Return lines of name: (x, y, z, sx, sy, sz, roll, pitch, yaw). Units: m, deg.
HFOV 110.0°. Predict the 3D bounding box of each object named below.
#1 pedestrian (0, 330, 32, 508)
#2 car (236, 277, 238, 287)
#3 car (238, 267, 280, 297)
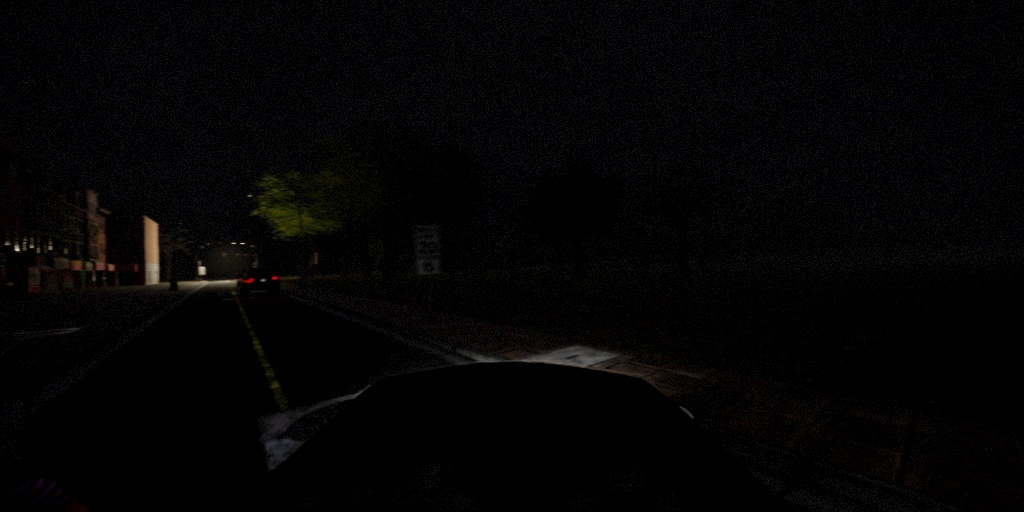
pedestrian: (-3.655, 1.163, 2.429, 0.375, 1.860, 0.375, -1, -1, -39)
car: (-31.356, 2.851, 42.462, 1.812, 1.442, 4.674, -1, -1, -39)
car: (-19.205, 1.910, 27.313, 2.150, 2.045, 5.566, -1, -1, -39)
